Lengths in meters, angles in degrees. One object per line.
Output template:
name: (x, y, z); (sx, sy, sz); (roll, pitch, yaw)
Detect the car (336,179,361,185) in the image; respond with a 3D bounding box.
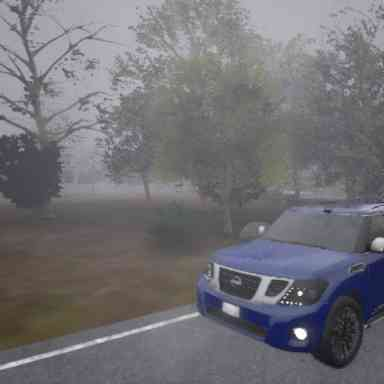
car: (35.703, -2.391, 75.193); (4.892, 1.490, 1.837); (-4, 3, -11)

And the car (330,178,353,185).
car: (35.260, -2.515, 78.408); (4.892, 1.490, 1.837); (-4, 3, -11)

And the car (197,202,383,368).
car: (2.695, 1.227, 6.159); (5.566, 2.045, 2.150); (0, 0, -38)

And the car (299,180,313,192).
car: (22.455, -1.229, 64.981); (2.150, 2.045, 5.566); (-3, 3, 26)

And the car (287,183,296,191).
car: (21.354, -1.079, 69.542); (2.128, 1.511, 4.902); (-2, 4, 36)
